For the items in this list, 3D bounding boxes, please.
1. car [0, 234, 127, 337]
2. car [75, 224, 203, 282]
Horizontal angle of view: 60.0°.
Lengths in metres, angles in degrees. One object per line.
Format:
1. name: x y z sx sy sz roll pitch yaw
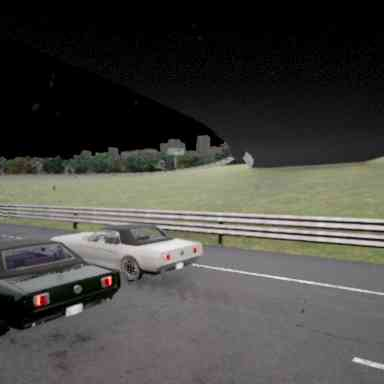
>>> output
1. car: -3.689 1.604 6.625 4.718 1.301 1.895 0 0 35
2. car: -2.119 1.604 9.804 4.718 1.301 1.895 0 0 35
